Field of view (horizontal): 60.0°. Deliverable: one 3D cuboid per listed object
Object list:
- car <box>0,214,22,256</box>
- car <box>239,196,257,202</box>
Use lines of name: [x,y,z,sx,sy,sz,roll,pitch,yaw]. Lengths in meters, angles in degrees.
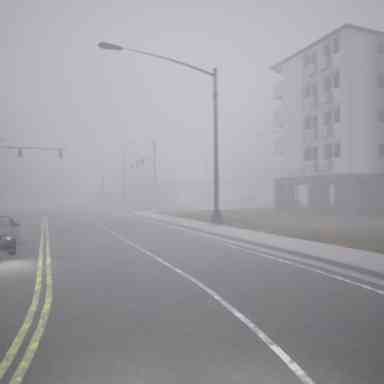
car: [-7.844,1.618,13.178,1.812,1.442,4.674,-1,0,-24]
car: [11.547,1.431,68.841,4.181,1.385,1.994,-1,0,-43]
